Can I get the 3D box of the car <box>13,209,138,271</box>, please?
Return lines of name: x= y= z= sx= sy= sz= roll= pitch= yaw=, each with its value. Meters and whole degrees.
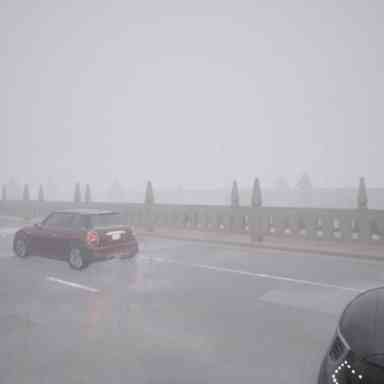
car: x=-3.986 y=1.354 z=11.134 sx=4.553 sy=1.767 sz=2.097 roll=0 pitch=0 yaw=36

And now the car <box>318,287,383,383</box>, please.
car: x=3.513 y=1.220 z=1.485 sx=5.566 sy=2.045 sz=2.150 roll=0 pitch=0 yaw=35
